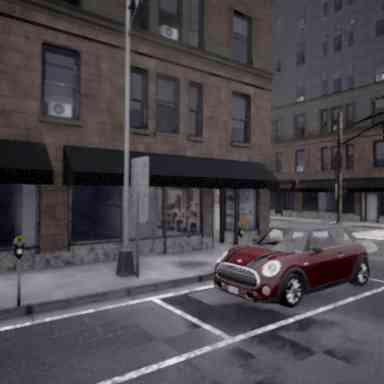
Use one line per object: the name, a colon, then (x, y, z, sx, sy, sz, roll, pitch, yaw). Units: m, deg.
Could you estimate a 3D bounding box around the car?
car: (2.465, 1.509, 8.033, 4.097, 1.590, 1.967, 1, 0, -36)
